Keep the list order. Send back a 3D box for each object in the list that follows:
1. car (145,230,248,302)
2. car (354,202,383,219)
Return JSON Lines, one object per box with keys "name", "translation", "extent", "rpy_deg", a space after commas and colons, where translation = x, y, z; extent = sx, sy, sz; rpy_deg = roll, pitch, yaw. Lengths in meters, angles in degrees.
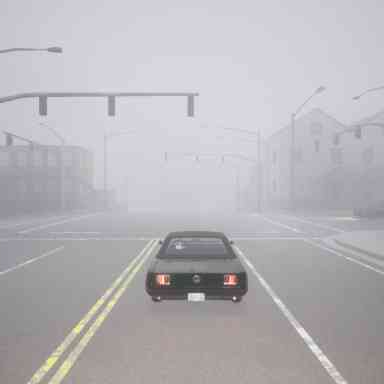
{"name": "car", "translation": [0.102, 1.601, 8.199], "extent": [1.895, 1.301, 4.718], "rpy_deg": [0, 0, 0]}
{"name": "car", "translation": [16.026, 1.564, 28.165], "extent": [4.181, 1.385, 1.994], "rpy_deg": [0, 0, 0]}
